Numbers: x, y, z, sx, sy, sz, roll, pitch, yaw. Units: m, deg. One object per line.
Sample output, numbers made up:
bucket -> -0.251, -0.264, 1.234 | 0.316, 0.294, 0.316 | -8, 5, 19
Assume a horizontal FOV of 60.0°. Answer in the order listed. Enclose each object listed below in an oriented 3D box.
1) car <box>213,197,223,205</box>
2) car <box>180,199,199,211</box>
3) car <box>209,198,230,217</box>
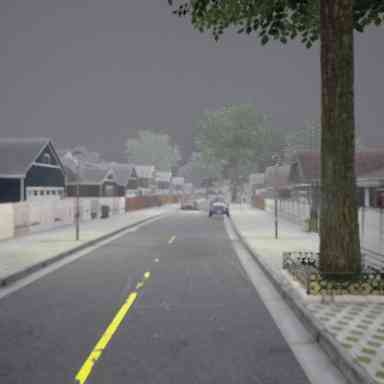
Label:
car -> 5.057, 1.643, 64.738 | 1.812, 1.442, 4.674 | 0, 0, 6
car -> -0.221, 1.605, 41.299 | 1.994, 1.385, 4.181 | 0, 0, 6
car -> 2.570, 1.557, 31.439 | 1.812, 1.442, 4.674 | 0, 0, 6
